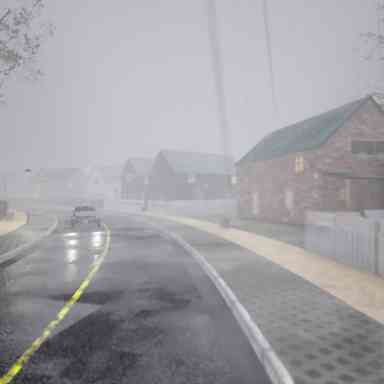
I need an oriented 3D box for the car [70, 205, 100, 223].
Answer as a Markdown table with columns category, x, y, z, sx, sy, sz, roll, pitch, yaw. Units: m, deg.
| category | x | y | z | sx | sy | sz | roll | pitch | yaw |
| --- | --- | --- | --- | --- | --- | --- | --- | --- | --- |
| car | -7.403 | 1.620 | 23.046 | 1.812 | 1.442 | 4.674 | 0 | 0 | -19 |
